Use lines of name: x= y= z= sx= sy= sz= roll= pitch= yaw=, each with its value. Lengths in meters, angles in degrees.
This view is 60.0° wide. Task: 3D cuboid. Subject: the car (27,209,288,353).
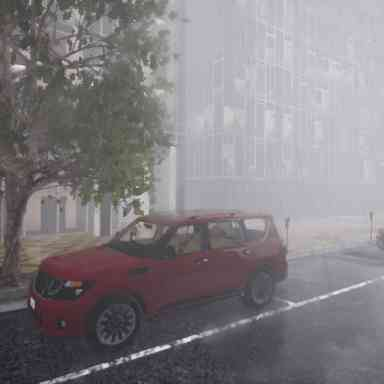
car: x=-0.291 y=1.314 z=6.344 sx=5.009 sy=1.841 sz=2.192 roll=0 pitch=1 yaw=-36

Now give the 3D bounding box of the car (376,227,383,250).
car: x=8.905 y=1.538 z=12.935 sx=4.507 sy=1.381 sz=1.887 roll=0 pitch=1 yaw=-36
